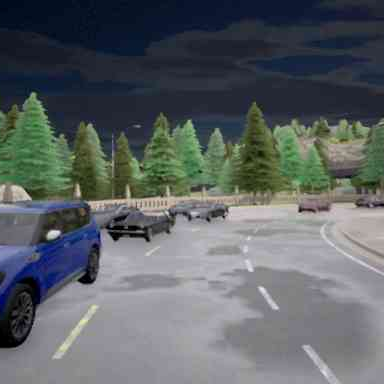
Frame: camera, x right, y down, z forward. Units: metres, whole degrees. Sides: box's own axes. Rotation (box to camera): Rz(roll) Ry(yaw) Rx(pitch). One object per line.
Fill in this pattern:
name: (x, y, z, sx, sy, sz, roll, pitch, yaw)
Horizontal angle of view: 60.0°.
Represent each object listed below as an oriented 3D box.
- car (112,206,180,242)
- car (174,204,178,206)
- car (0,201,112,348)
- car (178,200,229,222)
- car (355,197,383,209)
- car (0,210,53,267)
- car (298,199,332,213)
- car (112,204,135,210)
car: (-2.331, 1.597, 16.620, 1.895, 1.301, 4.718, 0, 0, 14)
car: (-0.298, 1.474, 30.221, 1.837, 1.490, 4.892, 0, 0, 32)
car: (-3.505, 1.237, 6.692, 2.150, 2.045, 5.566, 0, 0, 2)
car: (1.307, 1.454, 26.036, 2.128, 1.511, 4.902, 0, 0, 29)
car: (22.421, 1.302, 41.086, 4.902, 1.511, 2.128, -1, 0, -21)
car: (-6.690, 1.509, 10.774, 1.882, 1.535, 5.008, 0, 0, 5)
car: (12.921, 1.441, 34.874, 4.181, 1.385, 1.994, 0, 0, -42)
car: (-4.779, 1.499, 20.540, 2.128, 1.511, 4.902, 0, 0, 19)
